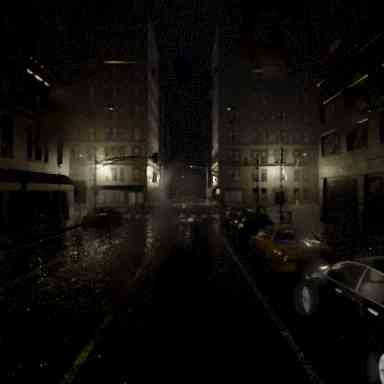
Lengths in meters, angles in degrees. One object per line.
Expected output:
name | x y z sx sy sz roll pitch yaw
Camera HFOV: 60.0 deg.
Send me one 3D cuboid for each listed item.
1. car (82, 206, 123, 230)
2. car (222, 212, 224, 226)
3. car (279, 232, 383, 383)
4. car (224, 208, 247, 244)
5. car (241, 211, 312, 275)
car | -5.676 1.612 21.447 1.887 1.381 4.507 -1 0 0
car | 2.870 1.649 21.448 1.802 1.307 4.206 -1 0 0
car | 2.865 1.567 4.691 2.008 1.369 4.403 -1 0 0
car | 2.868 1.616 15.862 1.947 1.339 4.313 -1 0 0
car | 2.866 1.559 10.446 1.752 1.417 4.829 -1 0 0
